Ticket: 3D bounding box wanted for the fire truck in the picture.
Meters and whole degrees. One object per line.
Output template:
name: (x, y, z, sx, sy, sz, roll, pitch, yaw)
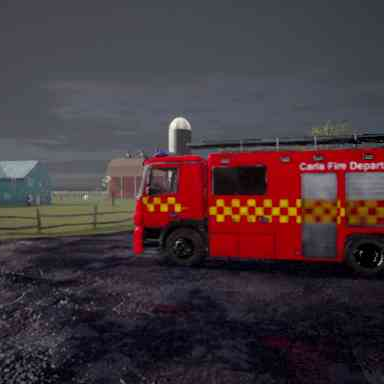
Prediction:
fire truck: (2.572, 0.330, 10.573, 8.468, 3.827, 2.891, 0, 0, 14)
